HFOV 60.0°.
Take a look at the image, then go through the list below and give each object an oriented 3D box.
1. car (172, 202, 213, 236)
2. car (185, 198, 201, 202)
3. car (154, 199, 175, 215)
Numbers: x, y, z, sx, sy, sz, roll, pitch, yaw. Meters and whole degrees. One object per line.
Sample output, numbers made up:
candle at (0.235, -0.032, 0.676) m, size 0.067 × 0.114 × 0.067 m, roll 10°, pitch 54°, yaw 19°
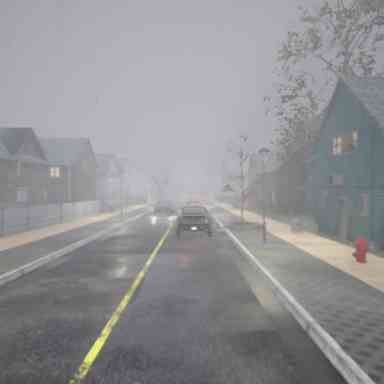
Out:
car at (0.098, 1.497, 18.397) m, size 1.837 × 1.490 × 4.892 m, roll 0°, pitch 0°, yaw 0°
car at (0.096, 1.462, 42.898) m, size 1.882 × 1.535 × 5.008 m, roll 0°, pitch 0°, yaw 0°
car at (-2.753, 1.486, 33.976) m, size 1.882 × 1.535 × 5.008 m, roll 0°, pitch 0°, yaw 0°
